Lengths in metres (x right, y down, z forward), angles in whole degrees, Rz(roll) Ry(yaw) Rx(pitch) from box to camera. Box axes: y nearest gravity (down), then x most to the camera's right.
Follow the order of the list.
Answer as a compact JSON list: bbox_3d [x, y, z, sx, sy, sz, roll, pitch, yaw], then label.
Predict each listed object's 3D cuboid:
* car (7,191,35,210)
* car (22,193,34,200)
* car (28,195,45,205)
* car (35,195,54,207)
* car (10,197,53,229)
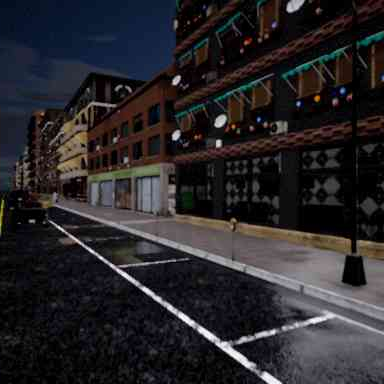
[{"bbox_3d":[-18.683,0.875,36.005,2.150,2.045,5.566,0,0,-29],"label":"car"},{"bbox_3d":[-33.524,0.908,67.790,2.008,1.369,4.403,0,0,-29],"label":"car"},{"bbox_3d":[-22.494,1.097,48.129,1.887,1.381,4.507,0,0,-29],"label":"car"},{"bbox_3d":[-17.062,1.174,38.447,1.752,1.417,4.829,0,0,-29],"label":"car"},{"bbox_3d":[-9.947,1.316,20.387,1.837,1.490,4.892,0,1,-29],"label":"car"}]
